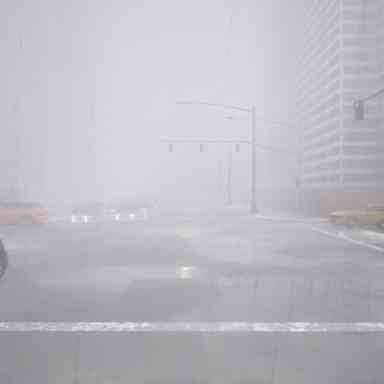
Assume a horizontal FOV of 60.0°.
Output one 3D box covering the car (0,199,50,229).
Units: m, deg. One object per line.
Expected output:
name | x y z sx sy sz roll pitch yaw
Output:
car | -11.559 1.349 20.983 4.553 1.767 2.097 0 0 0

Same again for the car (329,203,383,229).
car | 11.324 1.474 21.088 5.008 1.535 1.882 0 0 0

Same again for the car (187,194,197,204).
car | 0.049 1.537 64.230 2.033 1.411 5.357 0 0 0

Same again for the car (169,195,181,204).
car | -3.451 1.481 64.232 2.128 1.511 4.902 0 0 0

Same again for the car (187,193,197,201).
car | 0.056 1.173 74.484 2.097 1.767 4.553 0 0 0

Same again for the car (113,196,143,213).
car | -7.061 1.520 37.041 1.812 1.442 4.674 0 0 0

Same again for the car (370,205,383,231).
car | 12.155 1.561 17.591 4.181 1.385 1.994 0 0 0

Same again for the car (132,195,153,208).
car | -7.043 1.498 46.985 1.837 1.490 4.892 0 0 0

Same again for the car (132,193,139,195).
car | -10.540 1.491 56.627 1.837 1.490 4.892 0 1 0

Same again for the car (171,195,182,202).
car | -3.444 1.343 74.517 2.128 1.511 4.902 0 0 0

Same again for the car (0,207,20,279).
car | -6.358 1.351 6.916 2.097 1.767 4.553 0 0 22

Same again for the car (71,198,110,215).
car | -10.543 1.542 34.338 2.033 1.411 5.357 0 0 4

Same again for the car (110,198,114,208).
car | -10.558 1.540 44.410 2.033 1.411 5.357 0 0 0

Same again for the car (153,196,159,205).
car | -7.014 1.497 58.698 1.837 1.490 4.892 0 0 1
